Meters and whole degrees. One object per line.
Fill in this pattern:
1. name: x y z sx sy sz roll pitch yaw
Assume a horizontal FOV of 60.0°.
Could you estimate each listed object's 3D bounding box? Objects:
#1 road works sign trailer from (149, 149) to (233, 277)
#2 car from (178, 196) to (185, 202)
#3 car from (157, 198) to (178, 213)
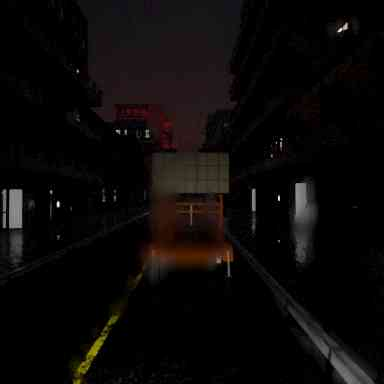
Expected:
1. road works sign trailer: -0.022 0.477 10.257 2.380 3.560 2.880 0 0 0
2. car: -2.940 1.859 88.743 1.882 1.535 5.008 0 -1 0
3. car: -2.932 1.649 38.332 1.812 1.442 4.674 0 0 0
